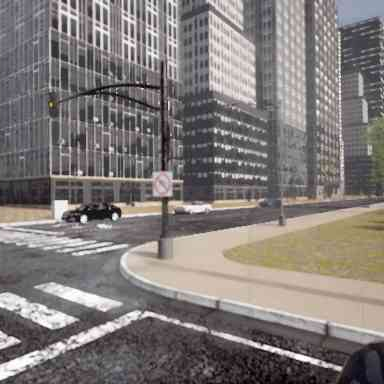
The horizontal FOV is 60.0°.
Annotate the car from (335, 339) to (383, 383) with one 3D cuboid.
[{"bbox_3d":[2.847,1.565,1.653,4.181,1.385,1.994,0,0,36],"label":"car"}]

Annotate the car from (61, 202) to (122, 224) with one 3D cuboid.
[{"bbox_3d":[-7.638,1.572,25.669,1.837,1.490,4.892,-1,-1,37],"label":"car"}]

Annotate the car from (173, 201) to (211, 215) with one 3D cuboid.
[{"bbox_3d":[0.030,1.684,35.847,1.895,1.301,4.718,-1,-1,37],"label":"car"}]

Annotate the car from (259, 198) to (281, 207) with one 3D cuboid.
[{"bbox_3d":[12.341,1.651,52.041,2.033,1.411,5.357,-1,-1,37],"label":"car"}]
